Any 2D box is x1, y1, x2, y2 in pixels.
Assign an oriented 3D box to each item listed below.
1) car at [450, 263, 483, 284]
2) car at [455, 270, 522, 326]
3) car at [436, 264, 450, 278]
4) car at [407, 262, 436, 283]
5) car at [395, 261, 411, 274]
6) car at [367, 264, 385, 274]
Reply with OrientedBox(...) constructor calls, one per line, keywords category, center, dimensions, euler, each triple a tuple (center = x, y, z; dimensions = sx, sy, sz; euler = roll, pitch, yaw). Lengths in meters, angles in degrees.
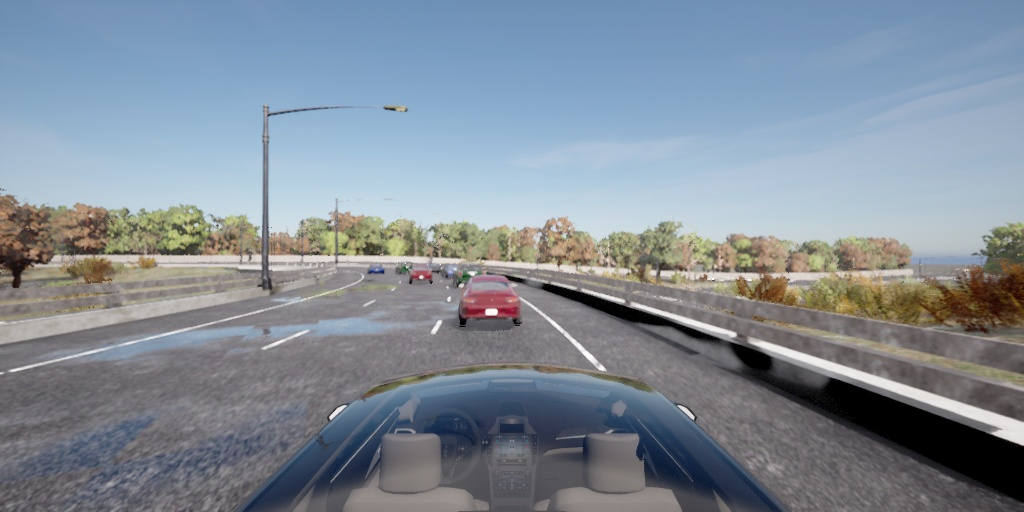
OrientedBox(category="car", center=(-3.175, 1.287, 26.314), dimensions=(2.097, 1.767, 4.553), euler=(0, -1, -13))
OrientedBox(category="car", center=(-0.777, 1.352, 11.907), dimensions=(1.812, 1.442, 4.674), euler=(0, 0, -6))
OrientedBox(category="car", center=(-6.346, 1.571, 37.677), dimensions=(2.033, 1.411, 5.357), euler=(0, 0, -19))
OrientedBox(category="car", center=(-7.743, 1.497, 30.374), dimensions=(1.812, 1.442, 4.674), euler=(0, 0, -16))
OrientedBox(category="car", center=(-14.042, 1.458, 47.192), dimensions=(2.097, 1.767, 4.553), euler=(0, 0, -24))
OrientedBox(category="car", center=(-17.929, 1.674, 47.289), dimensions=(1.994, 1.385, 4.181), euler=(0, 0, -25))
